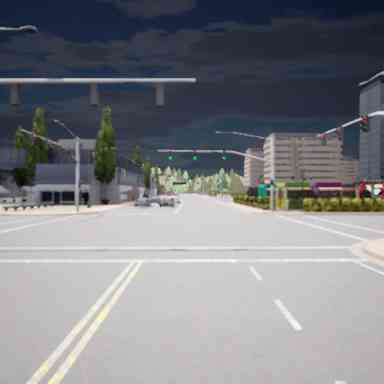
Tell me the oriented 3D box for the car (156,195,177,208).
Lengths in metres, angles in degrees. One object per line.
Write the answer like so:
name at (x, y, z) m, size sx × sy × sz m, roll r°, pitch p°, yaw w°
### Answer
car at (-3.582, 1.538, 47.758) m, size 1.994 × 1.385 × 4.181 m, roll 0°, pitch 0°, yaw 0°

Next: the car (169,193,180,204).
car at (-3.530, 1.187, 63.231) m, size 2.150 × 2.045 × 5.566 m, roll 0°, pitch 0°, yaw 1°

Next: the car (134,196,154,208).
car at (-7.083, 1.501, 47.893) m, size 1.812 × 1.442 × 4.674 m, roll 0°, pitch 0°, yaw 0°

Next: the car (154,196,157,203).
car at (-7.023, 1.493, 63.728) m, size 1.812 × 1.442 × 4.674 m, roll 0°, pitch 0°, yaw 0°
